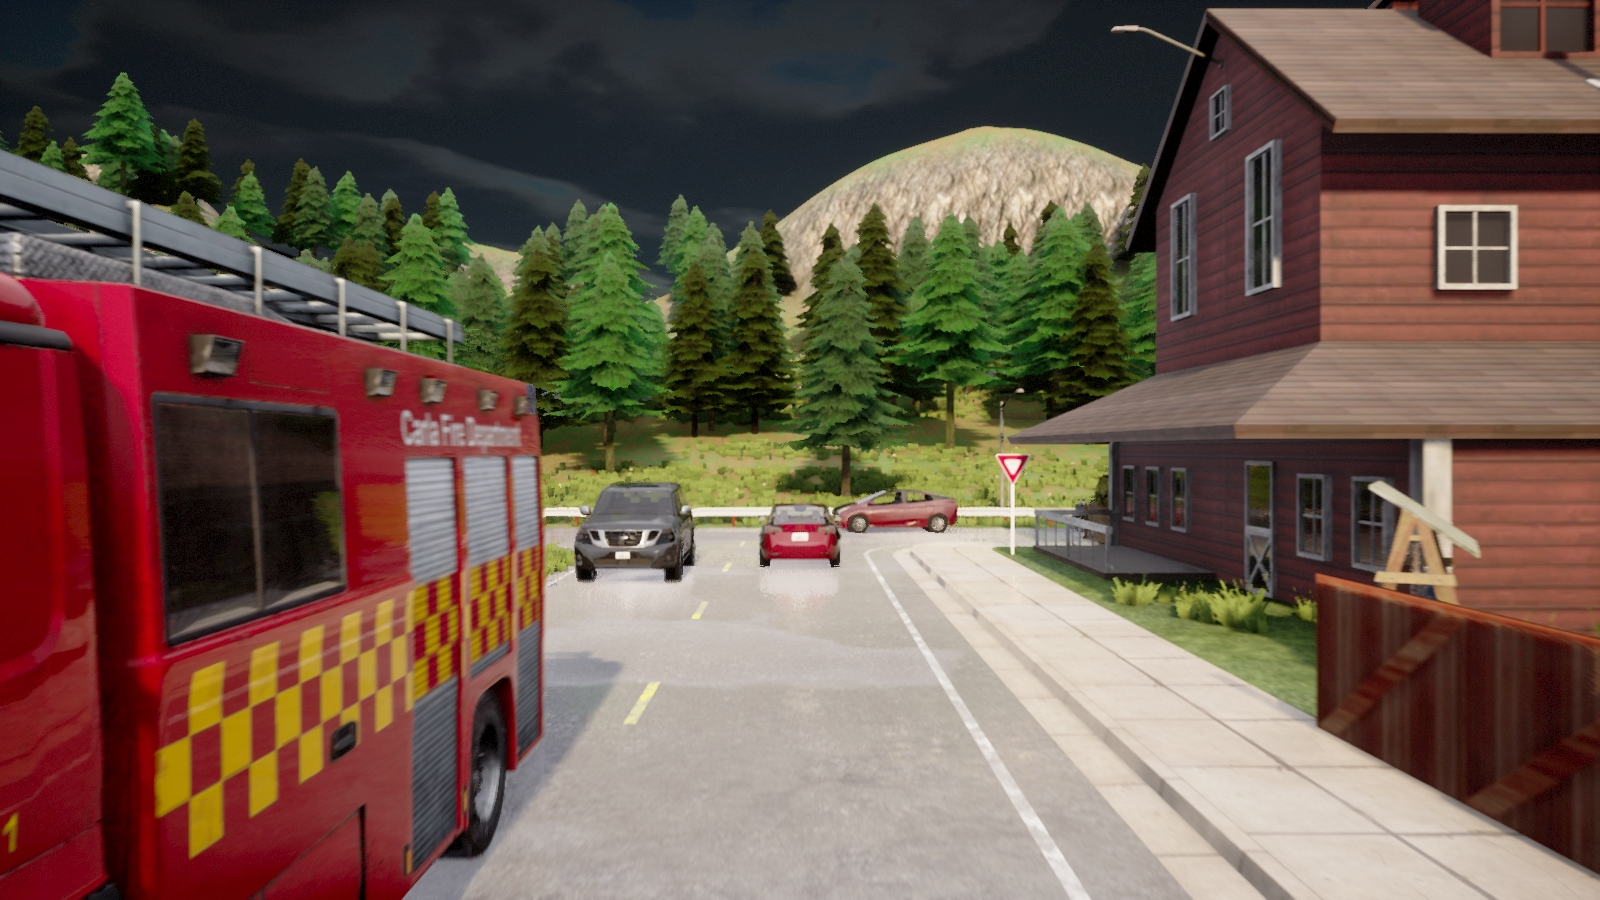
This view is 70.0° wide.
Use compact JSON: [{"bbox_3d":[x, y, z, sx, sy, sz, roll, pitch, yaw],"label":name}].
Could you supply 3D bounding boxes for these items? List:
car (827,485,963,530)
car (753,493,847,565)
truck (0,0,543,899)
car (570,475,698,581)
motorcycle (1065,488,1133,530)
[{"bbox_3d":[3.338,2.027,40.719,4.514,1.525,2.007,0,0,-6],"label":"car"},{"bbox_3d":[0.004,1.923,28.885,2.163,1.488,4.792,0,0,0],"label":"car"},{"bbox_3d":[-3.507,0.750,5.000,2.891,3.827,8.468,0,0,0],"label":"truck"},{"bbox_3d":[-3.616,1.640,25.934,2.150,2.045,5.566,0,0,-1],"label":"car"},{"bbox_3d":[10.708,2.101,40.975,2.209,1.460,0.867,0,0,0],"label":"motorcycle"}]
